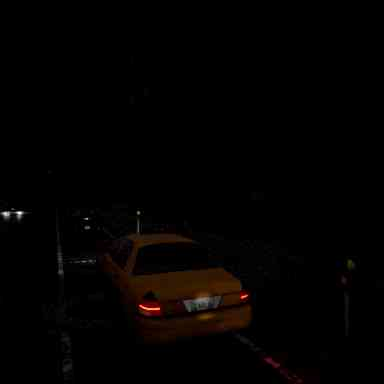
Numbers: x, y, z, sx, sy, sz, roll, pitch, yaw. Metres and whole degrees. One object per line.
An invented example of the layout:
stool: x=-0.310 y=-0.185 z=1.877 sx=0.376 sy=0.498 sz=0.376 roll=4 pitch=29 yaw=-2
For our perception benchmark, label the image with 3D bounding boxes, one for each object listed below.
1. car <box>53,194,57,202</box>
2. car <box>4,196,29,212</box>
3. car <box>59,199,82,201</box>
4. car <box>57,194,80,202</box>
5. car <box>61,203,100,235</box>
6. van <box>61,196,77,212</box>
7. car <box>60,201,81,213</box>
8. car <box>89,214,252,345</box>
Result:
car: x=-31.499 y=1.471 z=79.615 sx=1.967 sy=1.590 sz=4.097 roll=0 pitch=0 yaw=-24
car: x=-21.034 y=1.550 z=39.600 sx=2.033 sy=1.411 sz=5.357 roll=0 pitch=0 yaw=-22
car: x=-10.292 y=1.568 z=28.935 sx=1.947 sy=1.339 sz=4.313 roll=0 pitch=0 yaw=-22
car: x=-12.397 y=1.317 z=34.042 sx=2.192 sy=1.841 sz=5.009 roll=0 pitch=0 yaw=-22
car: x=-6.080 y=1.552 z=18.722 sx=2.008 sy=1.369 sz=4.403 roll=0 pitch=0 yaw=-22
van: x=-14.503 y=1.343 z=39.148 sx=1.690 sy=1.788 sz=3.998 roll=0 pitch=0 yaw=-22
car: x=-8.186 y=1.552 z=23.828 sx=2.008 sy=1.369 sz=4.403 roll=0 pitch=0 yaw=-22
car: x=-0.837 y=1.457 z=6.770 sx=1.801 sy=1.575 sz=5.366 roll=0 pitch=0 yaw=-22
